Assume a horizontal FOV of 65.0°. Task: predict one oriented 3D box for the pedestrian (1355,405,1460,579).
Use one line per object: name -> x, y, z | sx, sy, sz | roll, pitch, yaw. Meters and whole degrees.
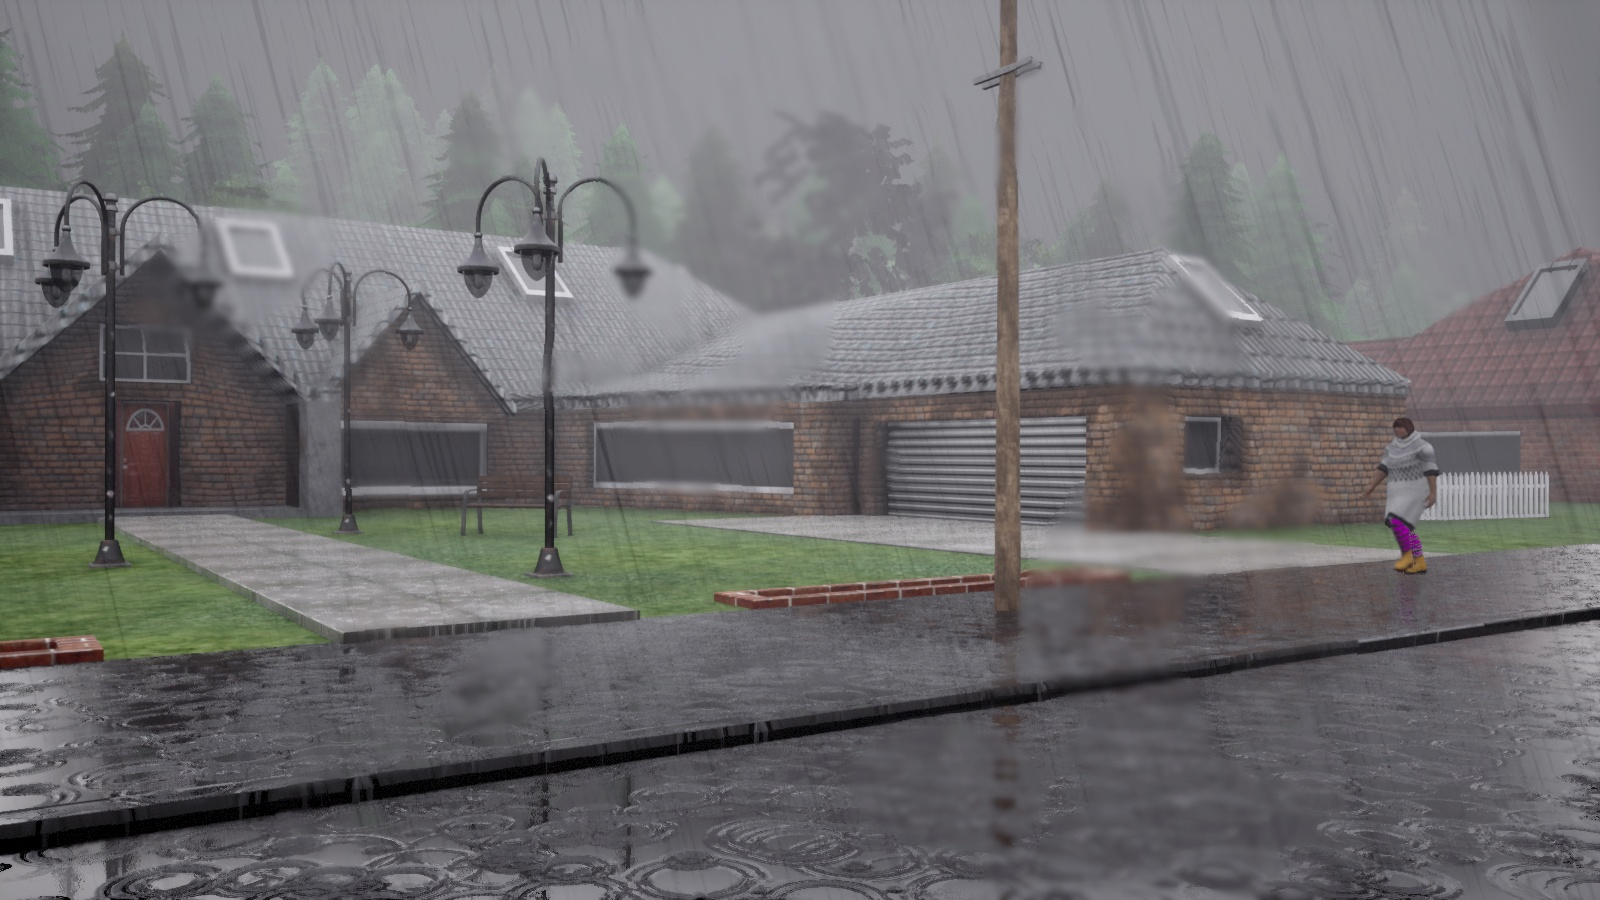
pedestrian -> 7.014, 0.475, 14.516 | 0.873, 1.952, 0.659 | 0, 0, -17
